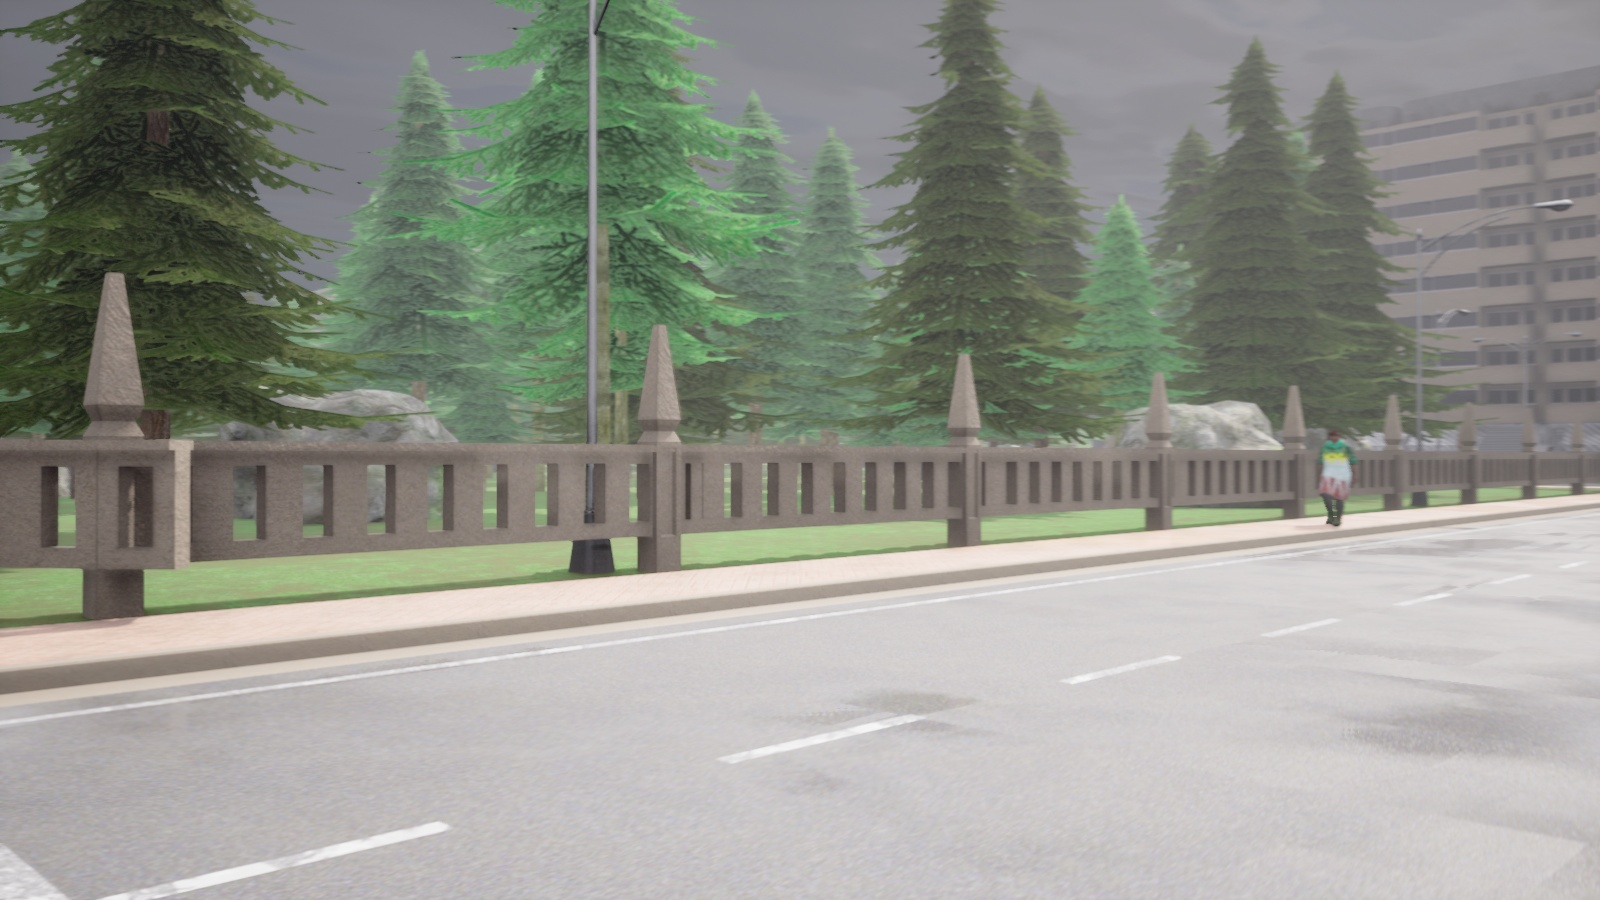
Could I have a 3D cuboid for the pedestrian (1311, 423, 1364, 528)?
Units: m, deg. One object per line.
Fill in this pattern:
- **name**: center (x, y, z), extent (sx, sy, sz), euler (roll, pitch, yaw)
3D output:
- **pedestrian**: center (10.172, 0.472, 23.759), extent (0.659, 1.952, 0.873), euler (0, 0, 44)
